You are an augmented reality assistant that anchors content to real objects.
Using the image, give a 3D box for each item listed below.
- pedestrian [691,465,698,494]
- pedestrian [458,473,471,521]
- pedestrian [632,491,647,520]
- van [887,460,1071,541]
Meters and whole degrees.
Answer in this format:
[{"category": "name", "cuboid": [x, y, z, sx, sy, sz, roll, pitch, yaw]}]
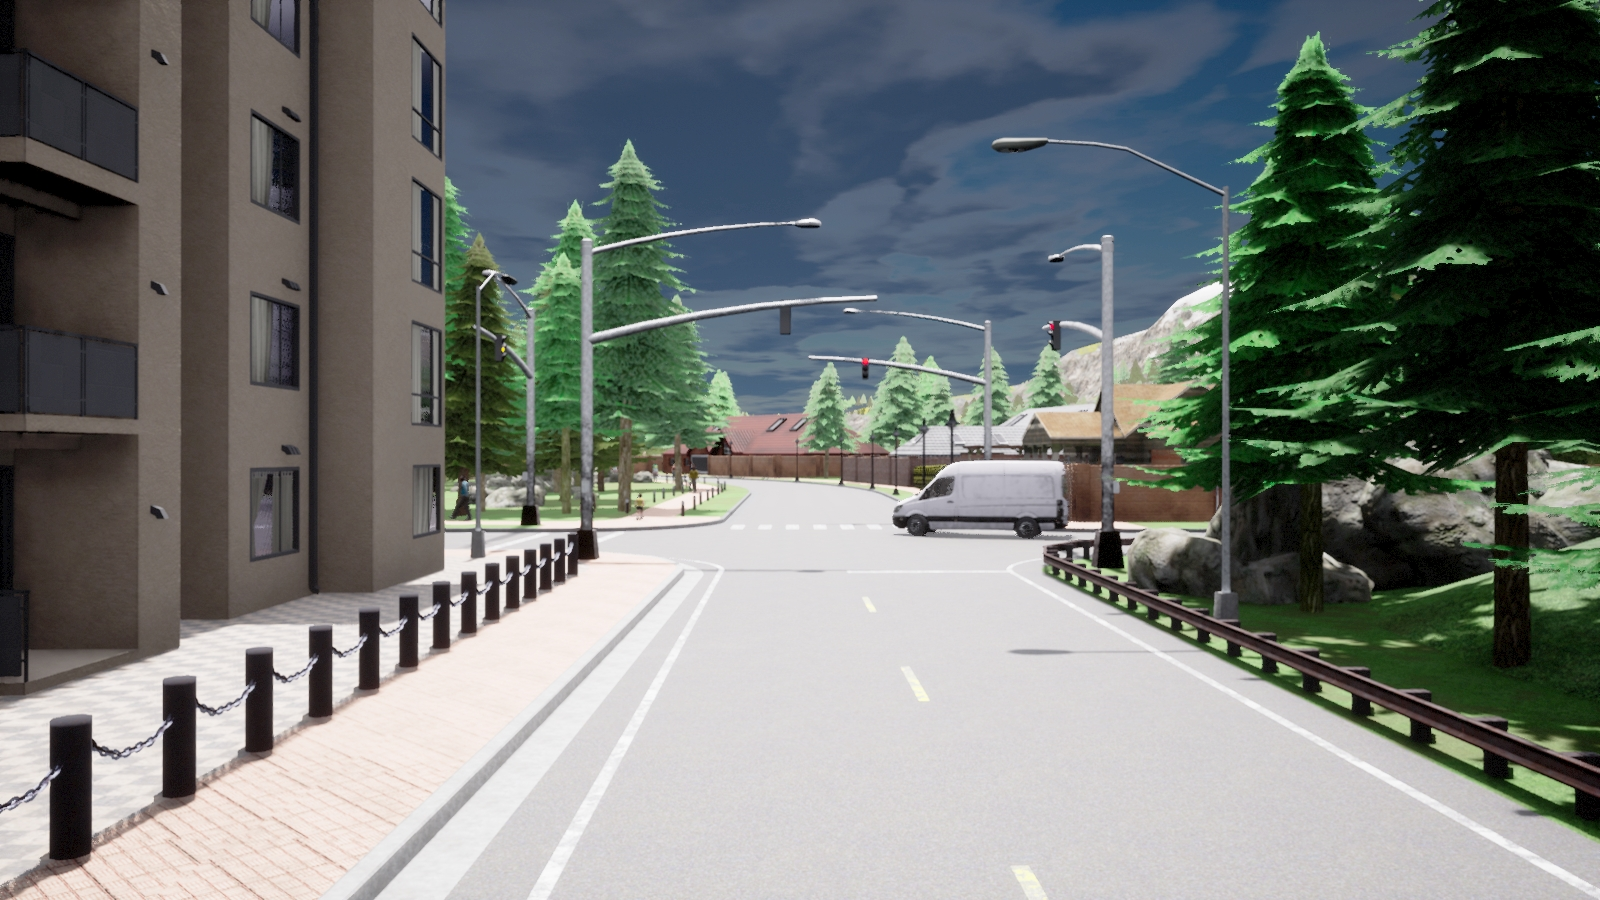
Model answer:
[{"category": "pedestrian", "cuboid": [-6.958, 1.933, 75.329, 0.375, 1.860, 0.375, 0, 0, -1]}, {"category": "pedestrian", "cuboid": [-13.151, 1.840, 44.768, 0.375, 1.860, 0.375, 0, 0, 0]}, {"category": "pedestrian", "cuboid": [-6.399, 2.215, 45.641, 0.500, 1.100, 0.500, 0, 0, 3]}, {"category": "van", "cuboid": [6.089, 1.650, 38.860, 5.915, 2.561, 1.988, 0, 0, 19]}]
